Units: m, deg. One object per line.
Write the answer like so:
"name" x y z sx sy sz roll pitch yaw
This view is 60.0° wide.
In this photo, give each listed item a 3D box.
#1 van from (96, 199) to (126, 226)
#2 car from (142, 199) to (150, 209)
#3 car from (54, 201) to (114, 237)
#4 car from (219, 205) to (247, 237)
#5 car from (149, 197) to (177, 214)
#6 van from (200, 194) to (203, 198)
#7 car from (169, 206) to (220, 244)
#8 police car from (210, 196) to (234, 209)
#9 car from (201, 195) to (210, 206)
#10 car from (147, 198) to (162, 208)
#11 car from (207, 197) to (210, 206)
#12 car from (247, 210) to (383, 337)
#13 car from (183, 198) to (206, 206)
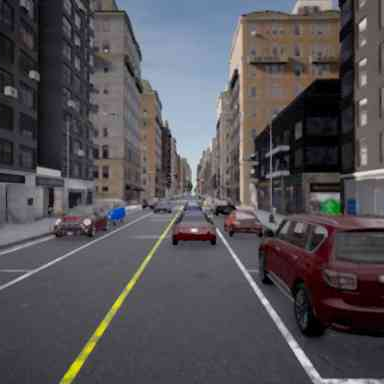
"van" -5.842 1.392 23.633 1.690 1.788 3.998 1 0 0
"car" -5.838 1.665 46.325 1.947 1.339 4.313 1 0 0
"car" -5.844 1.478 17.960 1.967 1.590 4.097 1 0 0
"car" 2.680 1.620 17.951 1.802 1.307 4.206 1 0 0
"car" -3.089 1.626 36.591 2.033 1.411 5.357 0 0 0
"van" 2.693 1.464 57.666 1.690 1.788 3.998 1 0 0
"car" 0.098 1.598 16.078 1.994 1.385 4.181 0 0 0
"police car" 3.143 1.495 32.846 1.930 1.638 5.238 0 0 0
"car" 2.690 1.637 52.162 1.752 1.417 4.829 1 0 0
"car" -5.837 1.656 51.997 1.887 1.381 4.507 1 0 0
"car" 3.159 1.611 39.736 1.812 1.442 4.674 0 0 0
"car" 2.680 1.329 6.606 2.192 1.841 5.009 1 0 0
"car" 0.104 1.594 31.942 1.812 1.442 4.674 0 0 0
